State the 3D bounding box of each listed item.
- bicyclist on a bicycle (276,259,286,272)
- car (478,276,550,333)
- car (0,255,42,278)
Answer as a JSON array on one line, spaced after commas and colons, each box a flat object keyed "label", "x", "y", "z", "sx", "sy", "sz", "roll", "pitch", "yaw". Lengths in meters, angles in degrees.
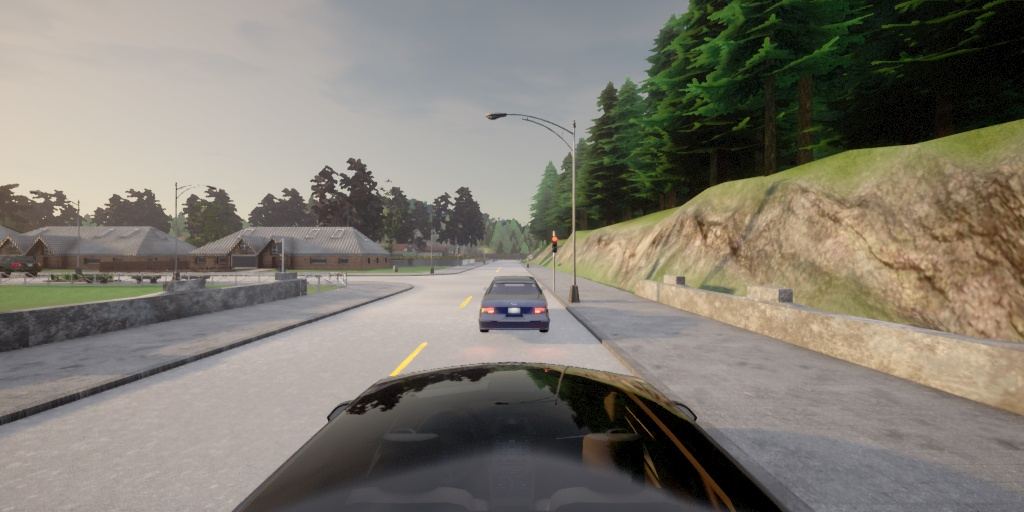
[{"label": "bicyclist on a bicycle", "x": -24.157, "y": 1.099, "z": 37.533, "sx": 0.582, "sy": 1.620, "sz": 1.656, "roll": 0, "pitch": 0, "yaw": 0}, {"label": "car", "x": 0.064, "y": 1.297, "z": 10.749, "sx": 2.033, "sy": 1.411, "sz": 5.357, "roll": 0, "pitch": 0, "yaw": 0}, {"label": "car", "x": -47.370, "y": 0.971, "z": 33.288, "sx": 5.566, "sy": 2.045, "sz": 2.150, "roll": 0, "pitch": 0, "yaw": 1}]
